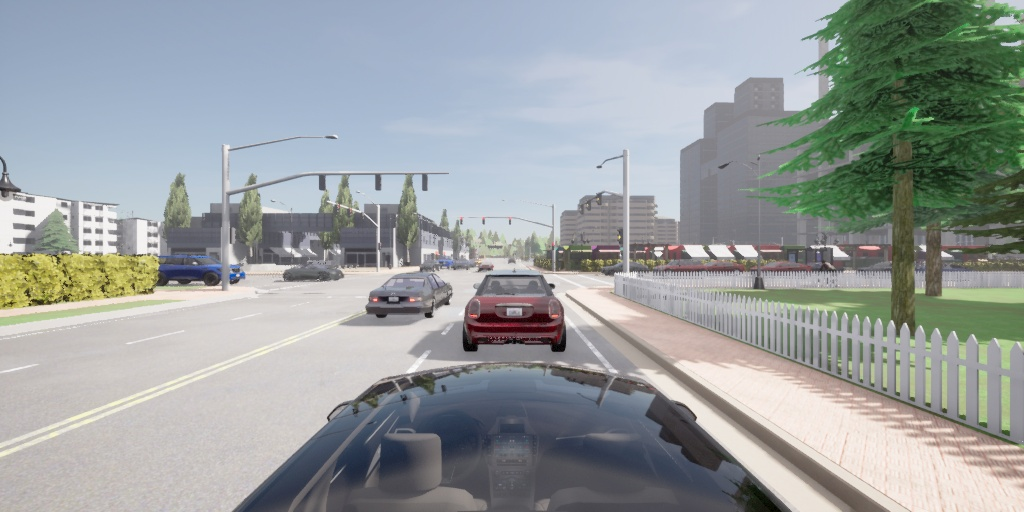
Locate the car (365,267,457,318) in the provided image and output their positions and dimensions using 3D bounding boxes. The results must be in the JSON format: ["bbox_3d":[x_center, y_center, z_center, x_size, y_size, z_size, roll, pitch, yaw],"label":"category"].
[{"bbox_3d":[-3.420,1.297,12.913,2.033,1.411,5.357,0,0,0],"label":"car"}]

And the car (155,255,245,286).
[{"bbox_3d":[-21.463,0.972,24.363,5.566,2.045,2.150,0,0,-2],"label":"car"}]

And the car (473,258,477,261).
[{"bbox_3d":[-7.093,1.297,60.328,2.033,1.411,5.357,0,0,0],"label":"car"}]

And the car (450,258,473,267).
[{"bbox_3d":[-7.108,1.314,51.085,1.994,1.385,4.181,0,0,0],"label":"car"}]

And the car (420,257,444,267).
[{"bbox_3d":[-10.609,1.255,46.508,1.837,1.490,4.892,0,0,0],"label":"car"}]

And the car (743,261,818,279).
[{"bbox_3d":[24.287,1.228,32.561,5.008,1.535,1.882,0,0,-1],"label":"car"}]

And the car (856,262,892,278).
[{"bbox_3d":[34.349,1.255,32.806,4.892,1.490,1.837,0,0,-1],"label":"car"}]

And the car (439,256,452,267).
[{"bbox_3d":[-10.602,0.972,56.369,2.150,2.045,5.566,0,0,0],"label":"car"}]

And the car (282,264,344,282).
[{"bbox_3d":[-15.517,1.314,28.114,4.181,1.385,1.994,0,0,-2],"label":"car"}]

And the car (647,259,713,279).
[{"bbox_3d":[15.074,1.102,32.329,4.553,1.767,2.097,0,0,-1],"label":"car"}]

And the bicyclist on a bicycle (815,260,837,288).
[{"bbox_3d":[18.788,1.052,21.438,0.582,1.620,1.656,0,0,-1],"label":"bicyclist on a bicycle"}]

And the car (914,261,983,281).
[{"bbox_3d":[35.238,1.276,29.142,4.674,1.442,1.812,0,0,-1],"label":"car"}]

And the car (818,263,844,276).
[{"bbox_3d":[30.449,1.351,36.217,4.718,1.301,1.895,0,0,-1],"label":"car"}]

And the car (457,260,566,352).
[{"bbox_3d":[0.063,1.102,9.079,2.097,1.767,4.553,0,0,0],"label":"car"}]

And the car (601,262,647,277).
[{"bbox_3d":[11.225,1.276,35.716,4.674,1.442,1.812,0,0,-1],"label":"car"}]

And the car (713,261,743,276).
[{"bbox_3d":[20.550,1.228,35.971,5.008,1.535,1.882,0,0,-1],"label":"car"}]

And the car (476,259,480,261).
[{"bbox_3d":[-3.322,1.351,46.597,1.895,1.301,4.718,0,0,-1],"label":"car"}]
